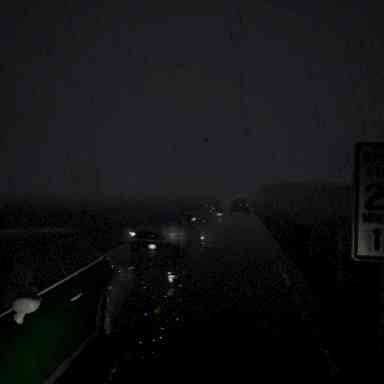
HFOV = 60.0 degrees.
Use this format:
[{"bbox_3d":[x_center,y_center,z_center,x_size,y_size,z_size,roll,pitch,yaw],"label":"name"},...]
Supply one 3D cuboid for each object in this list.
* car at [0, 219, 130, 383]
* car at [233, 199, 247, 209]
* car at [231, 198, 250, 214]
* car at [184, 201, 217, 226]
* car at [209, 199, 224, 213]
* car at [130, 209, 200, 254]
[{"bbox_3d":[-2.429,1.285,3.556,2.097,1.767,4.553,2,0,7],"label":"car"},{"bbox_3d":[7.214,1.769,49.718,1.895,1.301,4.718,2,0,8],"label":"car"},{"bbox_3d":[5.586,1.489,38.556,2.097,1.767,4.553,2,0,8],"label":"car"},{"bbox_3d":[0.417,1.571,23.540,1.994,1.385,4.181,2,0,8],"label":"car"},{"bbox_3d":[2.608,1.564,38.027,1.837,1.490,4.892,2,-1,9],"label":"car"},{"bbox_3d":[-1.045,1.571,13.592,1.895,1.301,4.718,2,0,8],"label":"car"}]
